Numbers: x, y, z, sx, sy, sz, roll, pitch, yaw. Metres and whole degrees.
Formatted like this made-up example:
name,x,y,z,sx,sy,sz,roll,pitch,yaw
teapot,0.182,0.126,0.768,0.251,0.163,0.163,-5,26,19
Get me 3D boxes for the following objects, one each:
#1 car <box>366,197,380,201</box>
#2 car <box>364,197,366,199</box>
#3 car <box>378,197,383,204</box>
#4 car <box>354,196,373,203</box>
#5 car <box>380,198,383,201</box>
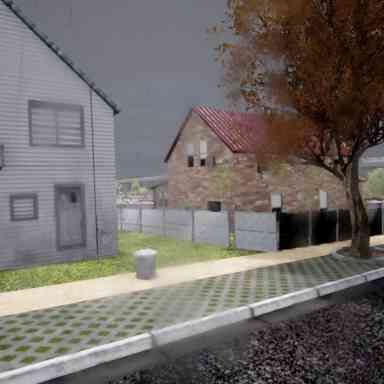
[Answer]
name,x,y,z,sx,sy,sz,roll,pitch,yaw
car,31.949,1.801,61.411,1.837,1.490,4.892,-2,0,1
car,28.649,1.752,59.748,2.097,1.767,4.553,-2,-1,1
car,38.481,1.625,64.911,1.812,1.442,4.674,-2,0,0
car,38.569,1.676,74.954,1.895,1.301,4.718,-2,0,0
car,35.232,1.742,64.807,1.812,1.442,4.674,-2,0,0
